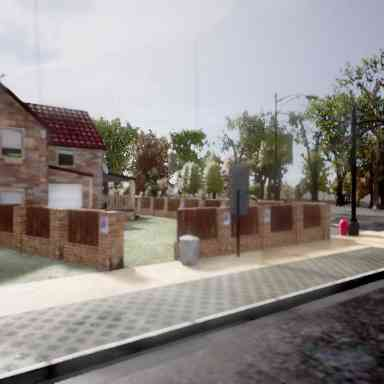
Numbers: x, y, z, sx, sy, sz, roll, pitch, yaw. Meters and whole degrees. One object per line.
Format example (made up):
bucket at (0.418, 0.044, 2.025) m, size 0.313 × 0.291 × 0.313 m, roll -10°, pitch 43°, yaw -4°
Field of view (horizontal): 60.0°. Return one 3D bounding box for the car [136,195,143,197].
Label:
car at (-8.475, 1.284, 52.261) m, size 1.882 × 1.535 × 5.008 m, roll 0°, pitch 0°, yaw -35°

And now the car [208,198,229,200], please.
car at (2.077, 1.375, 31.691) m, size 1.882 × 1.535 × 5.008 m, roll 0°, pitch 0°, yaw -35°

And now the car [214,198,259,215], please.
car at (4.481, 1.425, 33.920) m, size 1.812 × 1.442 × 4.674 m, roll 0°, pitch 0°, yaw -35°
